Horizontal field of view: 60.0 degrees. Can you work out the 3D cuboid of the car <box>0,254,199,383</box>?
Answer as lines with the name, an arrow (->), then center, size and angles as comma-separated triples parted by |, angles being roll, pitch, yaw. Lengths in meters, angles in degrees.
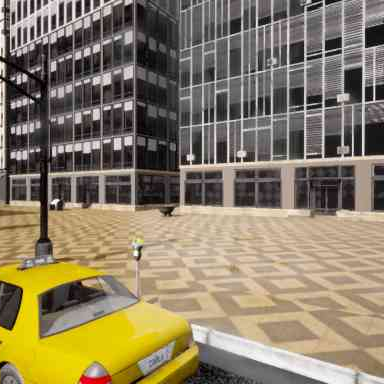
car -> -2.201, 1.525, 4.462 | 4.829, 1.417, 1.752 | 0, 0, 36
